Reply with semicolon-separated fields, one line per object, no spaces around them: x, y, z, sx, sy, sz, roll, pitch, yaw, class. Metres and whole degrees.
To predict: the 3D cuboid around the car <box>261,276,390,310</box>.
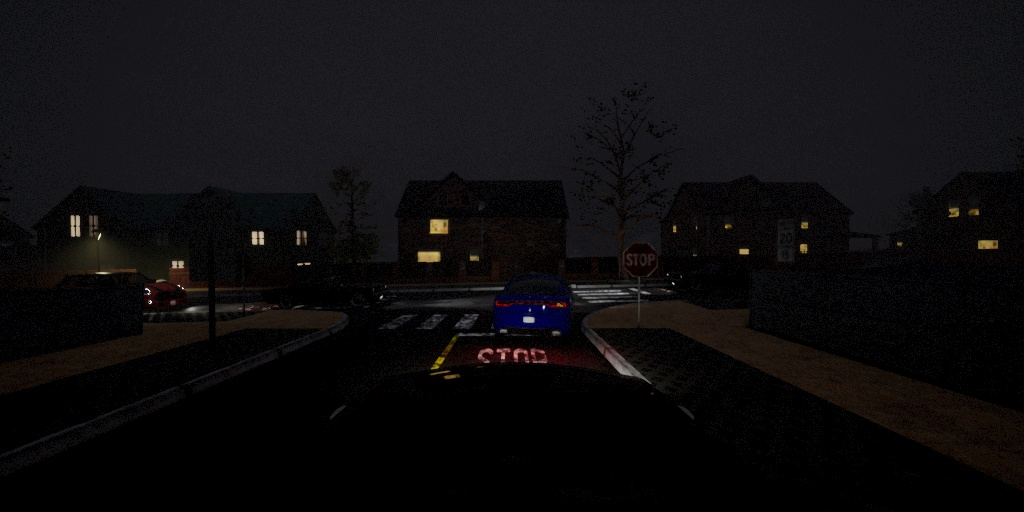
-7.814;1.506;15.388;4.718;1.301;1.895;-1;1;0;car

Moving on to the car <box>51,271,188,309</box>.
-16.801;1.471;15.379;4.553;1.767;2.097;-1;1;0;car

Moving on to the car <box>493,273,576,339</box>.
0.785;1.226;10.182;1.882;1.535;5.008;0;0;10;car

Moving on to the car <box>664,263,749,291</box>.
10.408;1.034;18.319;4.718;1.301;1.895;-1;1;-1;car

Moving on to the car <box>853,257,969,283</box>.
20.053;0.753;18.357;5.357;1.411;2.033;-1;1;0;car
